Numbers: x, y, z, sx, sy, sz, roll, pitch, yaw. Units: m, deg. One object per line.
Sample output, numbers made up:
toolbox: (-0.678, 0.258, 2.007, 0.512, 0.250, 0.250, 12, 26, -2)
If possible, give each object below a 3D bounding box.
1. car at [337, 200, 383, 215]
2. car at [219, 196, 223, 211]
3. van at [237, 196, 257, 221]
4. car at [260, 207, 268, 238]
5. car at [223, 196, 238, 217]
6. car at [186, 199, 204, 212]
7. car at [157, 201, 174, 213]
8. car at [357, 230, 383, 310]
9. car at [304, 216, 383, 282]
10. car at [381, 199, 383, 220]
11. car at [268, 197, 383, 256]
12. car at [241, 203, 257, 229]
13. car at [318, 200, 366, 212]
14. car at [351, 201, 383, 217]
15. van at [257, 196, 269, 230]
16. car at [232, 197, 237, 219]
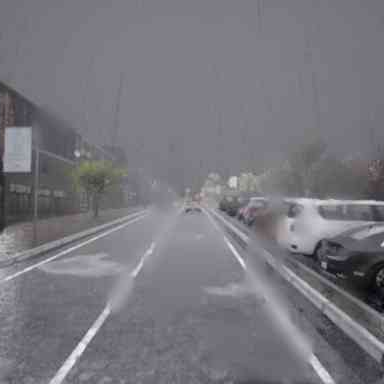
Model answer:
car: (18.732, 1.669, 36.075, 5.008, 1.535, 2.097, 0, -1, 0)
car: (5.675, 1.419, 36.108, 5.566, 2.045, 2.435, 0, -1, 0)
van: (5.512, 1.345, 22.093, 4.442, 1.987, 1.878, 0, 0, 0)
car: (5.619, 1.527, 13.681, 5.008, 1.535, 2.097, 0, 0, 0)
car: (5.662, 1.351, 27.698, 5.566, 2.045, 2.435, 0, 0, 0)
car: (0.160, 1.869, 42.032, 1.895, 1.301, 4.718, 0, -1, 0)
car: (-3.284, 1.816, 42.028, 2.033, 1.411, 5.357, 0, -1, 0)
car: (5.595, 1.516, 5.273, 4.792, 1.488, 2.163, 0, 0, 0)
car: (5.620, 1.500, 8.070, 4.892, 1.521, 2.231, 0, 0, 0)
car: (18.682, 1.477, 27.721, 4.553, 1.767, 2.185, 0, 0, 0)
car: (5.653, 1.262, 10.879, 5.566, 2.045, 2.435, 0, 0, 0)
car: (5.621, 1.557, 19.287, 4.892, 1.521, 2.231, 0, 0, 0)
car: (18.733, 1.731, 41.643, 5.008, 1.535, 2.097, 0, -1, 0)
car: (18.724, 1.684, 33.288, 4.674, 1.452, 2.002, 0, -1, 0)
van: (5.742, 1.316, 16.486, 4.442, 1.987, 1.878, 0, 0, 0)
car: (5.599, 1.459, 24.896, 4.553, 1.767, 2.185, 0, 0, 0)
